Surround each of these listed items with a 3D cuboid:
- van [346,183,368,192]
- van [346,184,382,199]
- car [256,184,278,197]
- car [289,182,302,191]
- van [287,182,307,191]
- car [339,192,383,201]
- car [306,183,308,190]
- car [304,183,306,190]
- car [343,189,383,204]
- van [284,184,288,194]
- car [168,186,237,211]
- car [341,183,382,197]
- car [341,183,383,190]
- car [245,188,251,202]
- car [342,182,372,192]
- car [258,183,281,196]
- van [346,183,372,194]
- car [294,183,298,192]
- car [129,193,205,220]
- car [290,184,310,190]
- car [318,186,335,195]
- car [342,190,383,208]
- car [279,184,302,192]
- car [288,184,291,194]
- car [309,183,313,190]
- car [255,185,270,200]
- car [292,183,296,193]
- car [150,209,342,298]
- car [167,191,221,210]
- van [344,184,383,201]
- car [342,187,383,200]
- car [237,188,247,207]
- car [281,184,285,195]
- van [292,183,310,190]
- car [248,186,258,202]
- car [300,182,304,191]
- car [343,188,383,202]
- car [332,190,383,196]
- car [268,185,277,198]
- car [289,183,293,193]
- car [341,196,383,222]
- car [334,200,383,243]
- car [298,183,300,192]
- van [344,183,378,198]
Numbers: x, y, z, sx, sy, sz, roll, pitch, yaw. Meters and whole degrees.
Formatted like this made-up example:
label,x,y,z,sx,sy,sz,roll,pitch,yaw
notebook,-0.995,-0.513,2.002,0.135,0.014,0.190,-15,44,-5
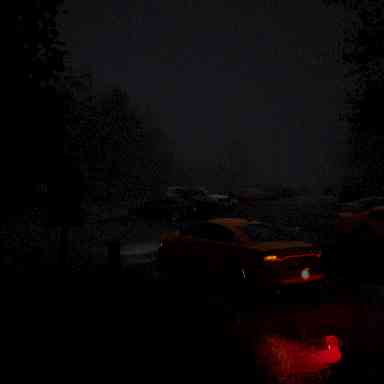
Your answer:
label,x,y,z,sx,sy,sz,roll,pitch,yaw
van,36.872,-1.095,74.375,4.442,1.987,1.878,1,2,25
van,24.015,-0.176,46.625,4.442,1.987,1.878,1,2,25
car,8.565,0.108,44.689,4.892,1.521,2.231,1,3,25
car,19.064,-0.651,67.349,4.892,1.521,2.231,1,2,25
van,25.964,-1.380,82.495,4.442,1.987,1.878,1,2,25
car,10.025,1.123,16.645,4.553,1.767,2.185,1,3,25
car,23.731,-0.986,77.421,5.008,1.535,2.097,1,2,25
car,22.541,-1.029,74.909,4.553,1.767,2.185,1,2,25
car,19.335,0.428,36.743,4.792,1.488,2.163,1,3,25
van,12.177,-0.376,52.183,4.442,1.987,1.878,1,2,25
car,0.434,0.589,27.055,5.566,2.045,2.435,1,3,25
car,26.211,-0.370,51.709,5.566,2.045,2.435,1,2,25
car,15.790,0.466,29.084,5.566,2.045,2.435,1,3,25
car,2.748,0.626,32.109,4.892,1.521,2.231,1,3,25
car,35.577,-1.039,71.922,5.566,2.045,2.435,1,2,25
car,9.767,-0.107,47.189,4.553,1.767,2.185,1,2,25
van,32.216,-0.762,64.325,4.442,1.987,1.878,1,2,25
car,16.569,-0.491,62.389,5.366,1.575,1.946,1,2,25
car,-1.950,1.084,22.057,4.792,1.488,2.163,1,3,25
car,28.418,-1.260,87.455,4.792,1.488,2.163,1,2,25
car,23.590,-0.315,57.740,2.128,1.511,4.902,1,2,25
car,16.903,0.638,31.631,4.792,1.488,2.163,1,3,25
car,21.375,-0.945,72.391,4.553,1.767,2.185,1,2,25
car,13.211,-0.206,54.771,4.792,1.488,2.163,1,2,25
car,27.262,-1.487,84.951,5.566,2.045,2.435,1,2,25
car,6.125,0.294,39.849,5.366,1.575,1.946,1,3,25
car,15.544,-0.373,59.807,4.792,1.488,2.163,1,2,25
car,0.887,1.400,8.438,1.882,1.535,5.008,2,-1,-31
car,-0.752,0.947,24.558,5.008,1.535,2.097,1,3,25
van,21.476,-0.009,41.680,4.442,1.987,1.878,1,2,24
car,22.750,0.132,44.167,5.008,1.535,2.097,1,2,25
car,1.744,0.732,29.516,5.366,1.575,1.946,1,3,25
car,10.930,-0.038,49.710,4.792,1.488,2.163,1,2,25
van,29.456,-1.556,90.036,4.442,1.987,1.878,1,1,25
car,3.741,0.511,34.706,5.366,1.575,1.946,1,3,25
car,20.068,-0.741,69.942,5.366,1.575,1.946,1,2,25
car,20.444,0.337,39.136,4.792,1.488,2.163,1,2,25
car,13.269,0.925,24.163,5.366,1.575,1.946,1,3,25
car,7.576,0.203,42.099,5.366,1.575,1.946,1,2,25
car,14.377,-0.289,57.289,4.792,1.488,2.163,1,2,25
car,12.270,1.078,21.576,4.674,1.452,2.002,1,3,25
car,8.828,1.355,14.153,5.008,1.535,2.097,1,3,25
car,17.909,-0.568,64.826,4.892,1.521,2.231,1,2,25
van,24.967,-0.262,49.235,4.442,1.987,1.878,1,2,25
